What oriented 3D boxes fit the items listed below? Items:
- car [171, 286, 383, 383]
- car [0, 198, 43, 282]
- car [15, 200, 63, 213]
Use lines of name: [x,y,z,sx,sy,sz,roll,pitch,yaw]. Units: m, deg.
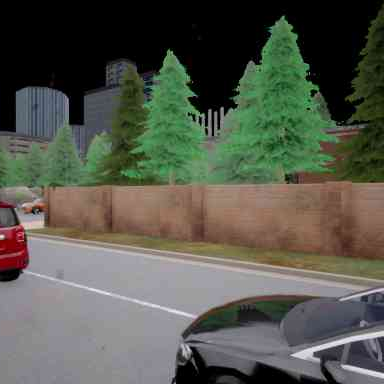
car: [2.052,1.492,2.529,4.902,1.511,2.128,0,0,36]
car: [-6.420,1.221,8.540,5.566,2.045,2.150,0,0,36]
car: [-17.368,1.601,37.927,1.895,1.301,4.718,0,0,35]
